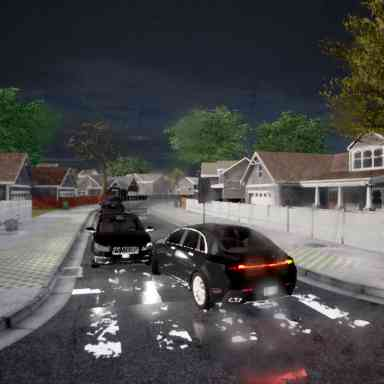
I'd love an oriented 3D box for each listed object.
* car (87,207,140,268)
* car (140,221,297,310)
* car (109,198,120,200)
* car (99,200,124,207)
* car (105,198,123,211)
[{"bbox_3d":[-2.555,1.492,11.494,1.837,1.490,4.892,1,0,-17],"label":"car"},{"bbox_3d":[0.381,1.506,8.016,1.837,1.490,4.892,0,-1,-24],"label":"car"},{"bbox_3d":[-7.634,1.485,31.266,2.128,1.511,4.902,0,0,-13],"label":"car"},{"bbox_3d":[-5.053,1.498,21.238,1.837,1.490,4.892,0,0,-15],"label":"car"},{"bbox_3d":[-9.855,1.522,42.307,1.812,1.442,4.674,0,0,-7],"label":"car"}]
